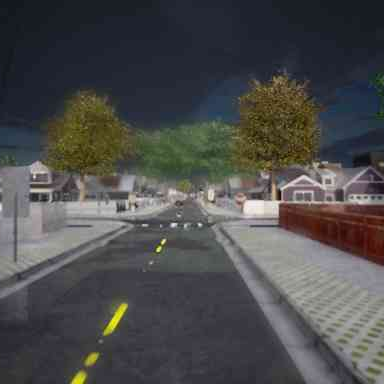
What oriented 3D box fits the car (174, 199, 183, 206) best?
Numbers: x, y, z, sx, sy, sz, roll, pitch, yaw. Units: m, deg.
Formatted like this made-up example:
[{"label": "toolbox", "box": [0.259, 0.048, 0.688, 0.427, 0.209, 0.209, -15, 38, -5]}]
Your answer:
[{"label": "car", "box": [-2.754, 2.274, 70.517, 2.033, 1.411, 5.357, 0, -1, 0]}]
